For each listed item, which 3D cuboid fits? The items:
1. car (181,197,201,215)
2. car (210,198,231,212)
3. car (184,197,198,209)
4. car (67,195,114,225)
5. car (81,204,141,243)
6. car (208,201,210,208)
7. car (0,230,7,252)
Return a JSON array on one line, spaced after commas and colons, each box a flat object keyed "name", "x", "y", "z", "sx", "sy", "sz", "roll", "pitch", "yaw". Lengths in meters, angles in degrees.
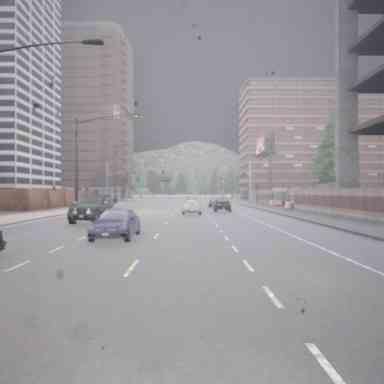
[{"name": "car", "x": -0.045, "y": 1.525, "z": 34.309, "sx": 1.812, "sy": 1.442, "sz": 4.674, "roll": 0, "pitch": 0, "yaw": 0}, {"name": "car", "x": 3.416, "y": 1.504, "z": 38.446, "sx": 1.837, "sy": 1.490, "sz": 4.892, "roll": 0, "pitch": 0, "yaw": 0}, {"name": "car", "x": -0.106, "y": 1.477, "z": 47.394, "sx": 1.882, "sy": 1.535, "sz": 5.008, "roll": 0, "pitch": 0, "yaw": 0}, {"name": "car", "x": -7.190, "y": 1.220, "z": 24.314, "sx": 2.150, "sy": 2.045, "sz": 5.566, "roll": 0, "pitch": 0, "yaw": 0}, {"name": "car", "x": -3.642, "y": 1.525, "z": 16.307, "sx": 1.812, "sy": 1.442, "sz": 4.674, "roll": 0, "pitch": 0, "yaw": 0}, {"name": "car", "x": 3.337, "y": 1.600, "z": 47.967, "sx": 1.895, "sy": 1.301, "sz": 4.718, "roll": 0, "pitch": 0, "yaw": 0}, {"name": "car", "x": -7.133, "y": 1.548, "z": 8.827, "sx": 2.033, "sy": 1.411, "sz": 5.357, "roll": 0, "pitch": 0, "yaw": 0}]
